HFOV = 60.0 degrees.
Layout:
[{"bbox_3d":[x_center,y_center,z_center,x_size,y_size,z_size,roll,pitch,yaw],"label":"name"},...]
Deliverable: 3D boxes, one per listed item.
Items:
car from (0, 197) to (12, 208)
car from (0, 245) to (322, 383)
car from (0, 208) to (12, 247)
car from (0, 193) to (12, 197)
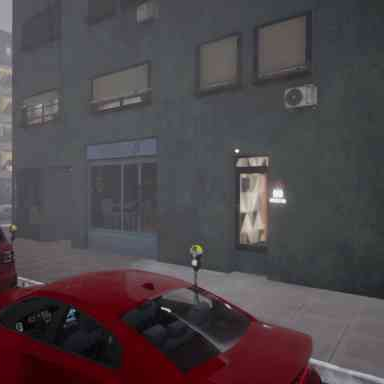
[{"bbox_3d":[-17.667,1.376,28.594,1.895,1.301,4.718,1,1,34],"label":"car"},{"bbox_3d":[-1.016,1.545,3.569,4.507,1.381,1.887,0,0,35],"label":"car"},{"bbox_3d":[-5.544,1.316,6.740,5.009,1.841,2.192,0,0,35],"label":"car"},{"bbox_3d":[-18.567,1.040,31.829,2.192,1.841,5.009,2,2,35],"label":"car"}]
